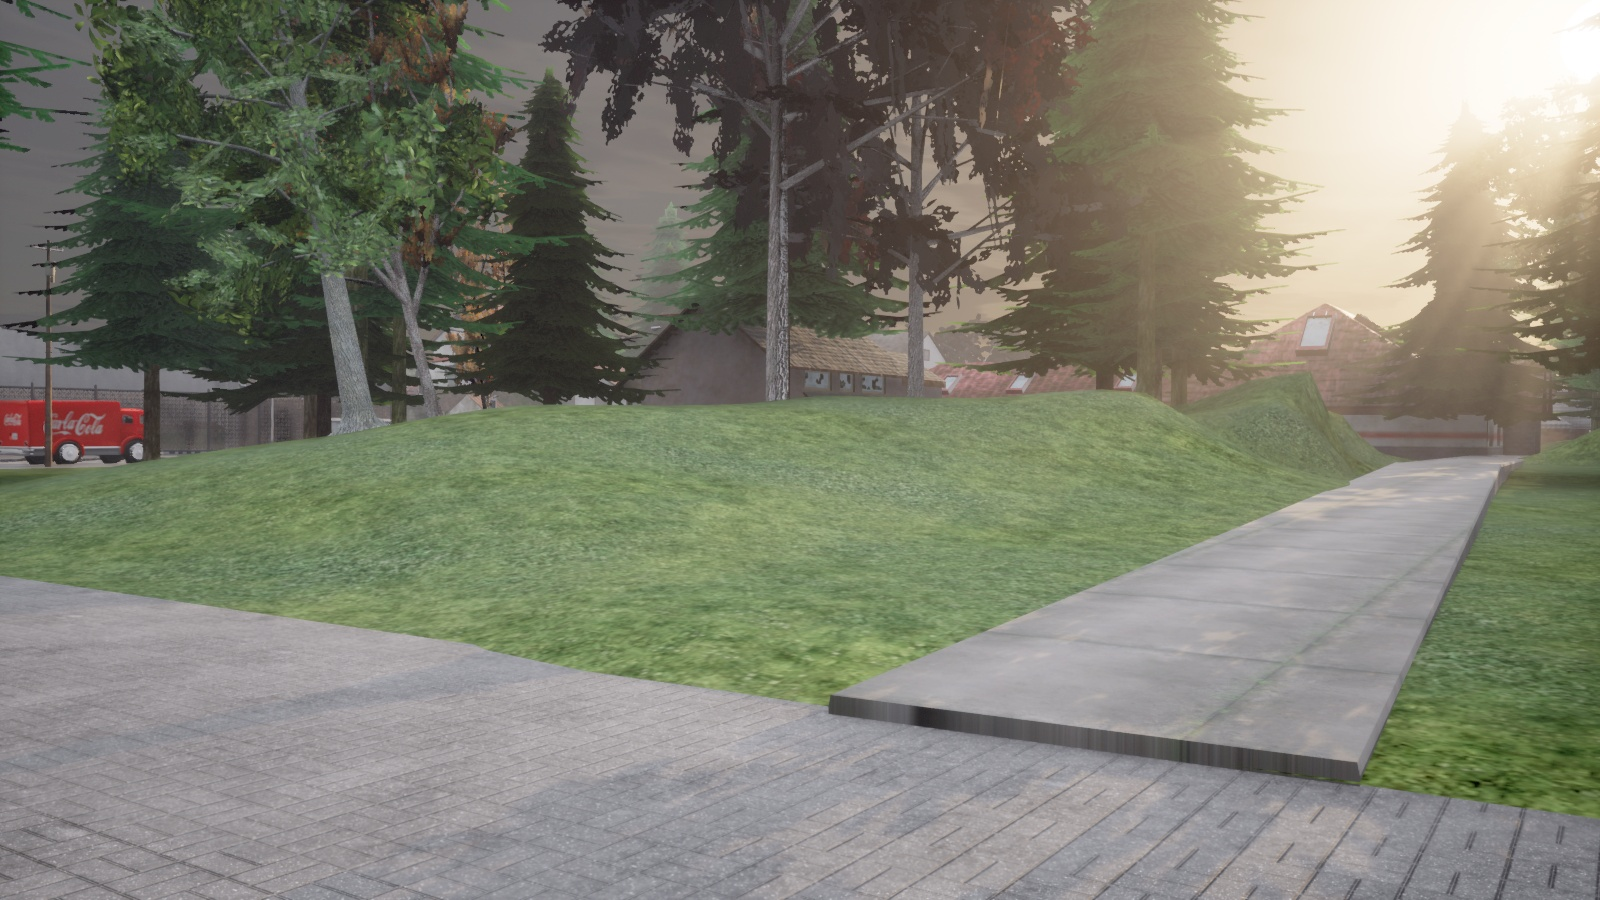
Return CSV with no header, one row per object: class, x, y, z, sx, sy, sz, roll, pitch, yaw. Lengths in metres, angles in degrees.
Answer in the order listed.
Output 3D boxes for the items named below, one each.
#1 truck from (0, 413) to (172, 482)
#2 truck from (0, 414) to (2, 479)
truck,-27.261,-0.155,47.933,2.627,2.467,5.204,0,2,34
truck,-33.008,-0.091,46.500,2.627,2.467,5.204,0,1,34
